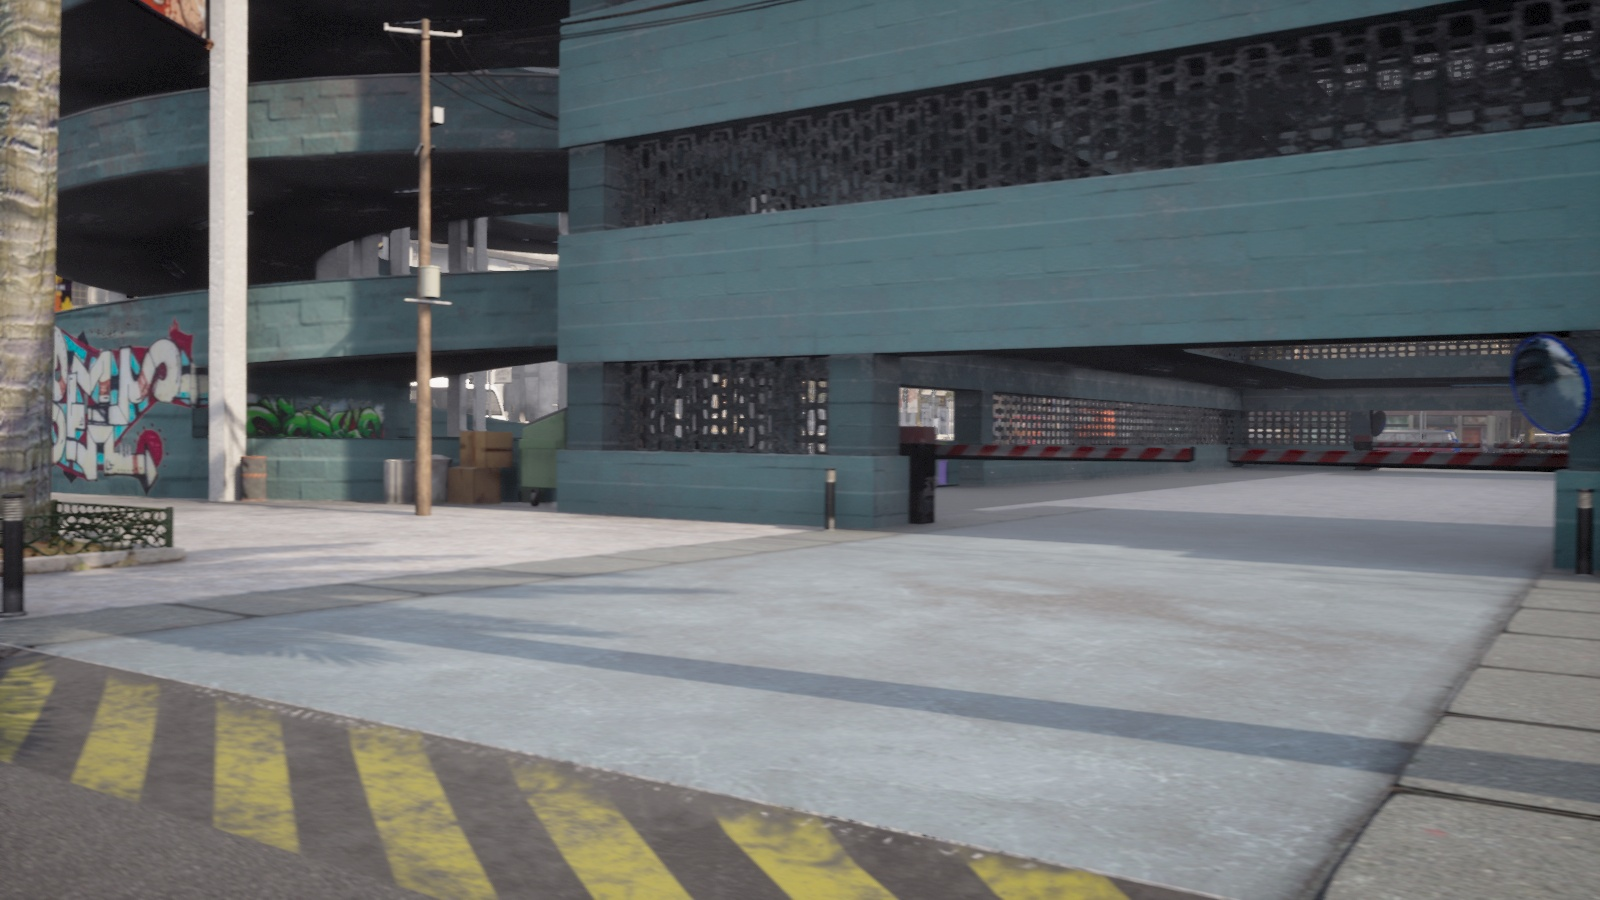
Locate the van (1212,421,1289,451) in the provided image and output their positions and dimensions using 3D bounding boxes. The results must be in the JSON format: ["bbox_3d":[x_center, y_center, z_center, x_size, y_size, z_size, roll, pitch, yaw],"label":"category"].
[{"bbox_3d":[29.661,-0.914,82.715,4.442,1.987,1.775,0,1,34],"label":"van"}]

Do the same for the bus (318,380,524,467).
[{"bbox_3d":[-19.919,-1.377,66.879,3.944,4.253,10.273,0,1,34],"label":"bus"}]

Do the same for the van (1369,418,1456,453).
[{"bbox_3d":[36.157,-0.856,74.158,4.442,1.987,1.775,0,1,34],"label":"van"}]

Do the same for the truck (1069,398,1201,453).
[{"bbox_3d":[22.213,-1.590,83.413,7.936,3.462,2.891,0,1,34],"label":"truck"}]

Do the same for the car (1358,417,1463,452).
[{"bbox_3d":[37.612,-0.947,77.389,5.566,2.045,2.150,0,1,34],"label":"car"}]
